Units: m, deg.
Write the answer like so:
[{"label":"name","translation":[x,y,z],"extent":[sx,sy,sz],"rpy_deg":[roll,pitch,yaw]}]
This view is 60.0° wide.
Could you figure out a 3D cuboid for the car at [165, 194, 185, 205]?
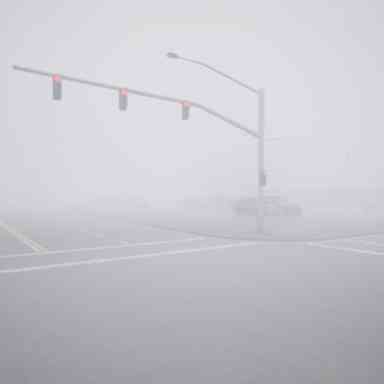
[{"label":"car","translation":[-3.406,1.647,62.929],"extent":[1.970,1.475,3.806],"rpy_deg":[1,0,-35]}]

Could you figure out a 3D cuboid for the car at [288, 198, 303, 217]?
[{"label":"car","translation":[8.302,1.342,31.379],"extent":[1.905,1.878,3.866],"rpy_deg":[1,0,-35]}]

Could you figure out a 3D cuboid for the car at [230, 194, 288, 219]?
[{"label":"car","translation":[5.899,1.317,29.766],"extent":[1.932,1.855,4.605],"rpy_deg":[1,0,-35]}]

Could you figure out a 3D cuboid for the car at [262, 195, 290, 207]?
[{"label":"car","translation":[14.316,1.486,56.998],"extent":[1.932,1.855,4.605],"rpy_deg":[1,0,-35]}]

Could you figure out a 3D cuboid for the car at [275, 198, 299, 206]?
[{"label":"car","translation":[16.726,1.718,58.603],"extent":[1.784,1.438,3.905],"rpy_deg":[1,0,-35]}]

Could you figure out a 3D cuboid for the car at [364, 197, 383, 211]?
[{"label":"car","translation":[24.367,1.488,42.648],"extent":[1.905,1.878,3.866],"rpy_deg":[1,0,-35]}]

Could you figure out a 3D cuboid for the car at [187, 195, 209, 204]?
[{"label":"car","translation":[1.140,1.447,66.166],"extent":[1.932,1.855,4.605],"rpy_deg":[1,0,-35]}]

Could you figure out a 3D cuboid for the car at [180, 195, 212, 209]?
[{"label":"car","translation":[0.515,1.603,47.246],"extent":[1.970,1.475,3.806],"rpy_deg":[1,0,-35]}]
